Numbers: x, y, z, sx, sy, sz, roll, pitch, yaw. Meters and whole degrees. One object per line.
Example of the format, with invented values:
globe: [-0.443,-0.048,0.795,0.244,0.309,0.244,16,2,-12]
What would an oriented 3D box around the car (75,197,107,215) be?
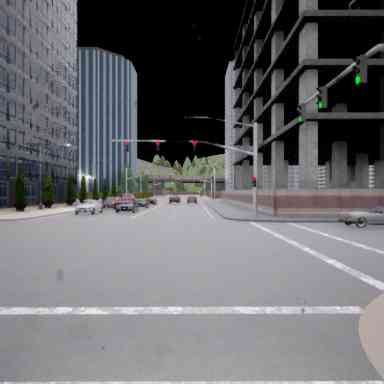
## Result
car: [-10.586,1.526,34.443,1.812,1.442,4.674,0,0,0]

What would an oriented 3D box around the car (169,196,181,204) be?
car: [-3.476,1.505,64.570,1.837,1.490,4.892,0,0,0]

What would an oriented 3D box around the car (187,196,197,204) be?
car: [0.024,1.491,64.567,2.128,1.511,4.902,0,0,0]

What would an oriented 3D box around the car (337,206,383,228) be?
car: [11.888,1.545,21.239,4.718,1.301,1.895,0,0,0]

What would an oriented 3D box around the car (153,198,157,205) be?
car: [-7.062,1.601,56.709,1.895,1.301,4.718,0,0,0]

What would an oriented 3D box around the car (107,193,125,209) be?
car: [-10.583,1.352,43.376,2.097,1.767,4.553,0,0,0]

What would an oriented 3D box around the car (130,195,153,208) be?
car: [-7.082,1.564,46.669,1.994,1.385,4.181,0,0,0]

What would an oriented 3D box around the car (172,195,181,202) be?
car: [-3.473,1.507,73.644,1.812,1.442,4.674,0,0,0]

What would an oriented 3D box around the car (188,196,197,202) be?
car: [0.027,1.578,73.673,1.895,1.301,4.718,0,0,0]

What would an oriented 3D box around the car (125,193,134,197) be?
car: [-10.576,1.221,53.792,2.150,2.045,5.566,0,0,0]

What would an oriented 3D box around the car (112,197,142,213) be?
car: [-7.086,1.564,36.760,1.994,1.385,4.181,0,0,0]
